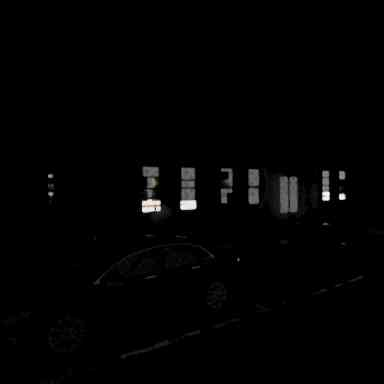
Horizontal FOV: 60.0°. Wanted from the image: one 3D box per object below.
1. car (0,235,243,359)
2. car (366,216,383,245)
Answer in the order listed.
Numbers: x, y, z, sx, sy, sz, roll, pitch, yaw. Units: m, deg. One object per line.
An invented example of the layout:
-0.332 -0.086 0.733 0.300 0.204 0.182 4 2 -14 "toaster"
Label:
-1.050 1.494 5.813 4.403 1.369 2.008 -2 1 -36 "car"
8.207 1.263 12.436 4.206 1.307 1.802 -2 1 -36 "car"
